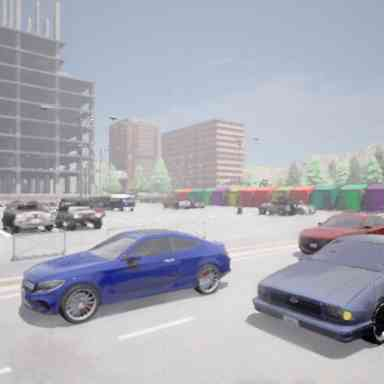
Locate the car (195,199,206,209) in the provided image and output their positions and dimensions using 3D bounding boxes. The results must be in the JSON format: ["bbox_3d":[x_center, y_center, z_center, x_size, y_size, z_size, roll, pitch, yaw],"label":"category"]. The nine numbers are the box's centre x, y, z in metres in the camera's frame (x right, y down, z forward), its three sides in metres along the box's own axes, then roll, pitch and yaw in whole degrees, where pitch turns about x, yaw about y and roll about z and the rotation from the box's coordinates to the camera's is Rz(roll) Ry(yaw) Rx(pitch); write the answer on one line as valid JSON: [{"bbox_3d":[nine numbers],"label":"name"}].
[{"bbox_3d":[0.192,1.734,48.287,1.784,1.438,3.905,0,-1,-37],"label":"car"}]

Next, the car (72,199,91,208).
[{"bbox_3d":[-17.797,1.814,53.537,1.784,1.438,3.905,0,-1,-37],"label":"car"}]

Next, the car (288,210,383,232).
[{"bbox_3d":[6.163,1.564,12.814,5.008,1.535,1.882,0,-1,-36],"label":"car"}]

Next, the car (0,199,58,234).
[{"bbox_3d":[-9.447,1.322,19.031,1.932,1.855,4.605,0,-1,-37],"label":"car"}]

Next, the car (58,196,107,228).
[{"bbox_3d":[-7.111,1.332,20.741,1.905,1.878,3.866,0,-1,-37],"label":"car"}]

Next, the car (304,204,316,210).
[{"bbox_3d":[10.789,1.637,34.403,1.970,1.475,3.806,0,-1,-37],"label":"car"}]

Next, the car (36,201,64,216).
[{"bbox_3d":[-15.540,1.709,36.275,1.970,1.475,3.806,0,-1,-37],"label":"car"}]

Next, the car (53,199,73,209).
[{"bbox_3d":[-20.100,1.837,51.784,1.970,1.475,3.806,0,-1,-37],"label":"car"}]

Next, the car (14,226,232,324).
[{"bbox_3d":[-1.176,1.587,7.409,4.674,1.442,1.812,0,-1,-35],"label":"car"}]

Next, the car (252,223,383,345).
[{"bbox_3d":[3.655,1.593,6.664,5.357,1.411,2.033,0,-1,-36],"label":"car"}]

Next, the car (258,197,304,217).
[{"bbox_3d":[8.479,1.389,32.659,1.905,1.878,3.866,0,-1,-37],"label":"car"}]

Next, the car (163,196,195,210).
[{"bbox_3d":[-2.152,1.516,46.585,1.932,1.855,4.605,0,-1,-37],"label":"car"}]

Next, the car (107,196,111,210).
[{"bbox_3d":[-15.693,1.611,55.205,1.932,1.855,4.605,0,-1,-37],"label":"car"}]
